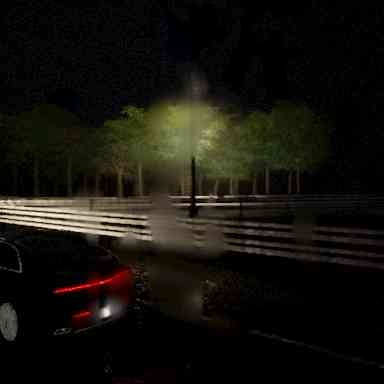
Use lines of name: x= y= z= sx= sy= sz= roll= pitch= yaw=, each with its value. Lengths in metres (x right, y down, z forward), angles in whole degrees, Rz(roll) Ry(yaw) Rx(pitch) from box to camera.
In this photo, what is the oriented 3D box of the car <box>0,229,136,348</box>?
car: x=-3.230 y=1.463 z=6.264 sx=4.892 sy=1.490 sz=1.837 roll=1 pitch=1 yaw=35
